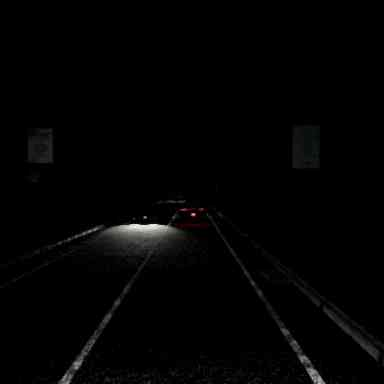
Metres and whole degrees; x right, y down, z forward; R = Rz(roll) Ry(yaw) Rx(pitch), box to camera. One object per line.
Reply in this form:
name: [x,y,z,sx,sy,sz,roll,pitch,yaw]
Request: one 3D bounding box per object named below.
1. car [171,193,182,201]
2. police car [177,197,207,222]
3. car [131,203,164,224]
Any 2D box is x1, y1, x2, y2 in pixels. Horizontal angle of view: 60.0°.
car: [-3.028,0.974,66.145,1.882,1.535,5.008,0,1,0]
police car: [0.093,1.386,25.349,2.038,1.542,4.974,0,0,0]
car: [-3.105,1.458,23.945,1.994,1.385,4.181,0,0,0]
